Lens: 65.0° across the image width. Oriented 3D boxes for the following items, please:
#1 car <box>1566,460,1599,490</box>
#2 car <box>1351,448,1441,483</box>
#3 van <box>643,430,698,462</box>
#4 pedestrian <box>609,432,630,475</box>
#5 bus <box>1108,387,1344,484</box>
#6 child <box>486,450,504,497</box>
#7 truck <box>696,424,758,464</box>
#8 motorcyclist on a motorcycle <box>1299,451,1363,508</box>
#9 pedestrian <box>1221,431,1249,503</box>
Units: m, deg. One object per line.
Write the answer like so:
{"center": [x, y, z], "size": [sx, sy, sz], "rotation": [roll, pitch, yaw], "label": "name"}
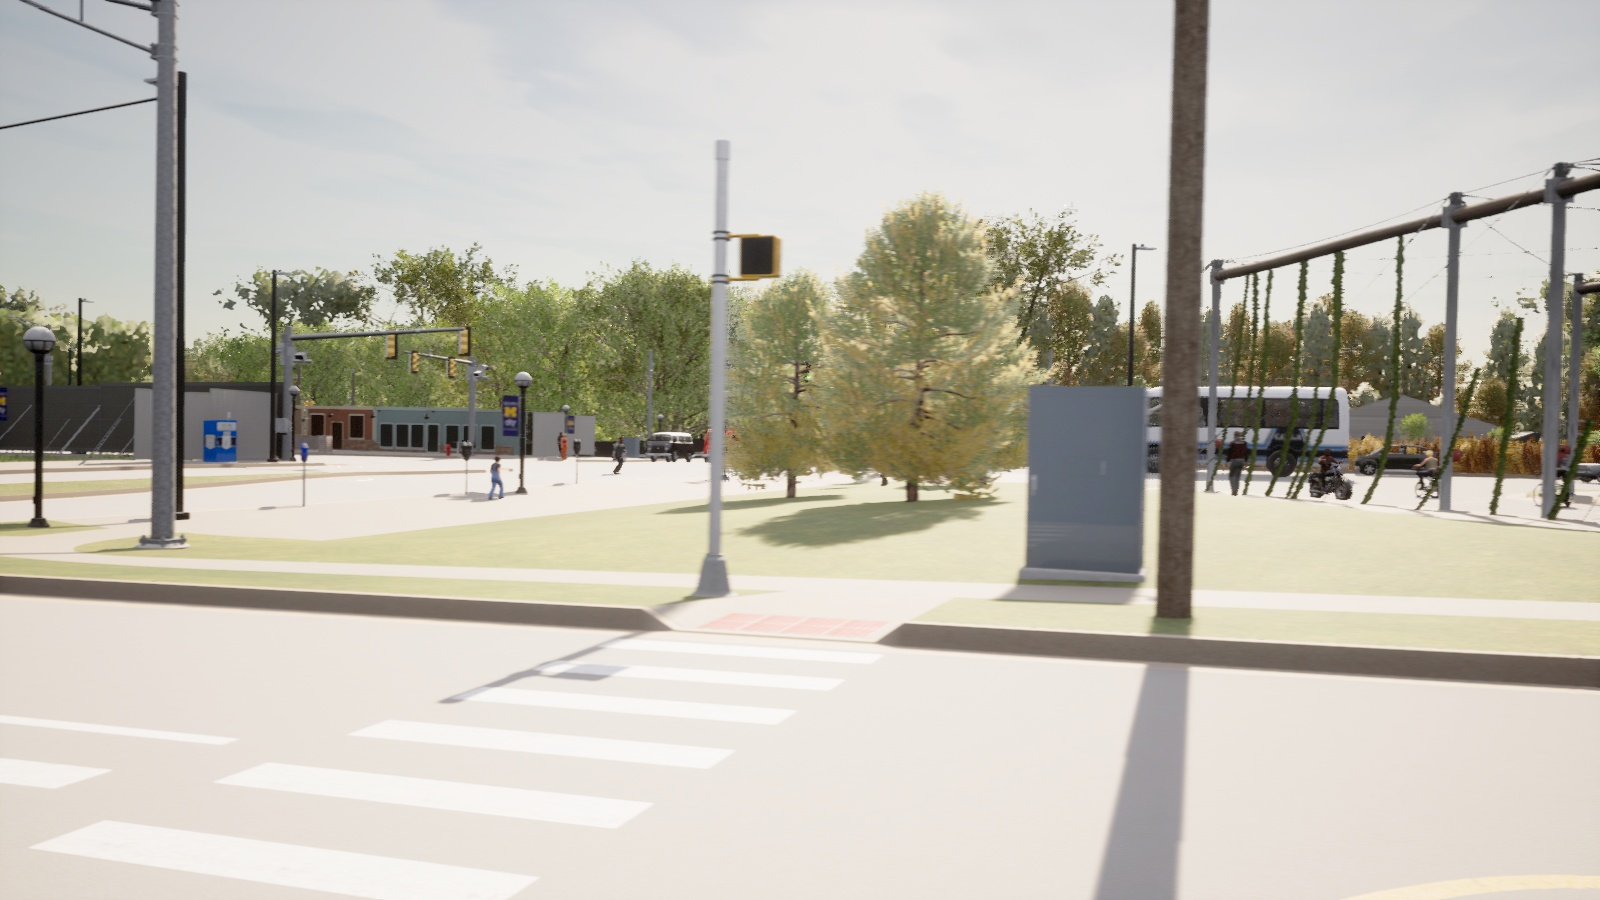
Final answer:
{"center": [37.914, 1.206, 57.245], "size": [4.718, 1.301, 1.895], "rotation": [2, 1, 8], "label": "car"}
{"center": [28.982, 0.725, 61.166], "size": [3.705, 1.549, 1.789], "rotation": [2, 1, 18], "label": "car"}
{"center": [-8.692, -0.246, 84.547], "size": [2.069, 2.038, 4.480], "rotation": [0, -1, 18], "label": "van"}
{"center": [-8.335, 0.151, 57.887], "size": [0.788, 1.949, 0.423], "rotation": [2, 2, 22], "label": "pedestrian"}
{"center": [20.291, -0.788, 60.259], "size": [10.273, 4.253, 3.944], "rotation": [2, 2, 19], "label": "bus"}
{"center": [-8.339, 0.642, 34.364], "size": [0.270, 1.263, 0.437], "rotation": [2, 2, 19], "label": "child"}
{"center": [-4.843, -0.380, 84.189], "size": [2.627, 2.467, 5.204], "rotation": [2, -1, 15], "label": "truck"}
{"center": [16.263, 0.872, 38.533], "size": [0.766, 1.649, 2.350], "rotation": [2, 0, -4], "label": "motorcyclist on a motorcycle"}
{"center": [11.512, 0.441, 33.226], "size": [0.376, 1.854, 0.720], "rotation": [2, 1, -6], "label": "pedestrian"}
